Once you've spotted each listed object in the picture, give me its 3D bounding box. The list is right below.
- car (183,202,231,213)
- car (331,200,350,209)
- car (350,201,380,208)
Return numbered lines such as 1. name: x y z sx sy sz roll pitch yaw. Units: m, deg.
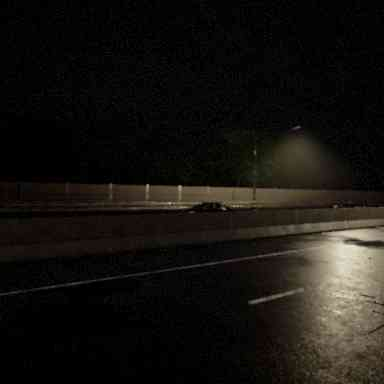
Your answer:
1. car: 1.453 1.717 30.851 4.892 1.490 1.837 1 -1 -35
2. car: 23.324 2.048 50.926 4.902 1.511 2.128 1 -1 -36
3. car: 25.381 2.062 48.101 4.892 1.490 1.837 1 -1 -36
